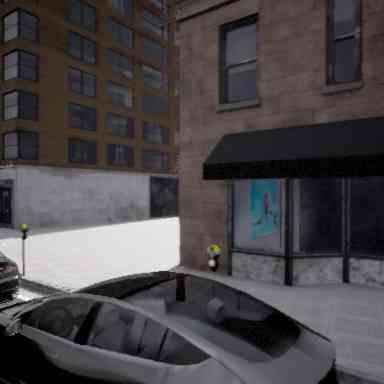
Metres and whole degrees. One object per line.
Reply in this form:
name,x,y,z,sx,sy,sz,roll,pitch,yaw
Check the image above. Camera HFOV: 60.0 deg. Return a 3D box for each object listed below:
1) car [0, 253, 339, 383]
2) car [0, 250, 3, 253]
car,-0.717,1.561,3.592,4.313,1.339,1.947,0,0,35
car,-5.215,1.537,6.800,4.403,1.369,2.008,0,0,35
